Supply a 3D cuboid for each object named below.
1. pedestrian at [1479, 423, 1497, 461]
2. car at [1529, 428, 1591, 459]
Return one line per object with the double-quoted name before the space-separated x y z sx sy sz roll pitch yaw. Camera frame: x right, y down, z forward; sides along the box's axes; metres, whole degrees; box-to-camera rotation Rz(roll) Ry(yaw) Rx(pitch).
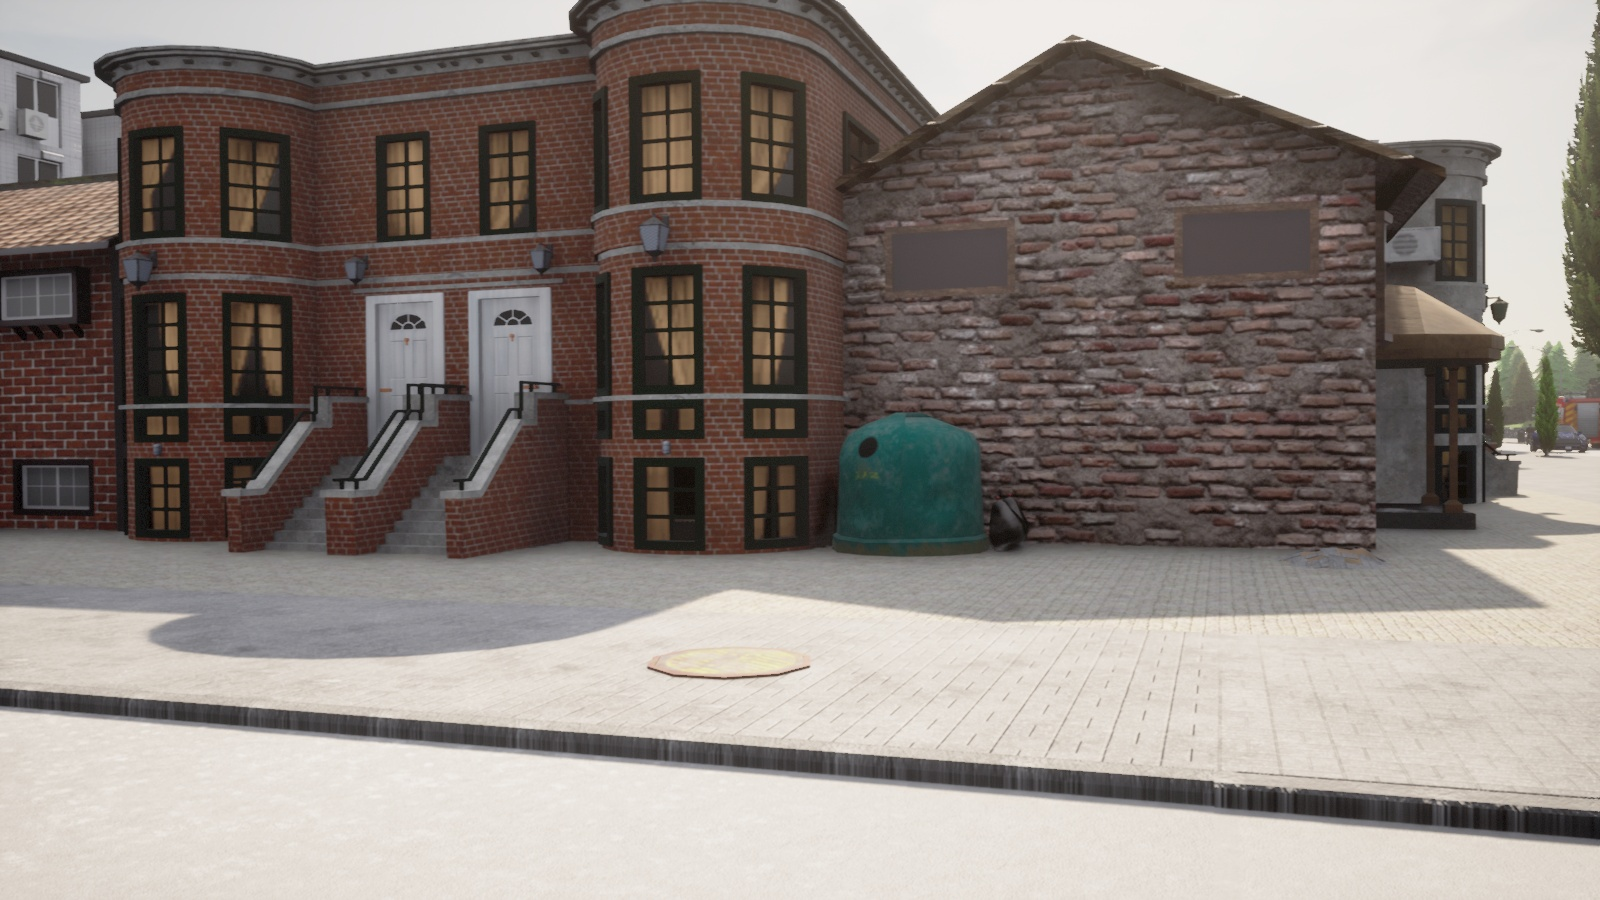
"pedestrian" 34.393 -0.403 62.790 0.563 1.883 0.849 0 1 13
"car" 44.101 -0.409 72.967 2.097 1.767 4.553 0 1 19
